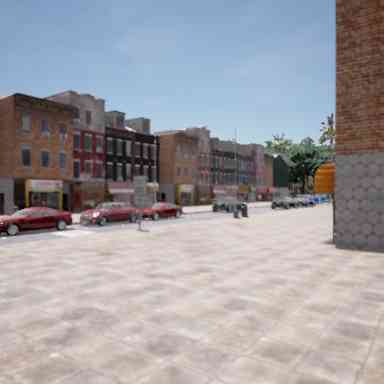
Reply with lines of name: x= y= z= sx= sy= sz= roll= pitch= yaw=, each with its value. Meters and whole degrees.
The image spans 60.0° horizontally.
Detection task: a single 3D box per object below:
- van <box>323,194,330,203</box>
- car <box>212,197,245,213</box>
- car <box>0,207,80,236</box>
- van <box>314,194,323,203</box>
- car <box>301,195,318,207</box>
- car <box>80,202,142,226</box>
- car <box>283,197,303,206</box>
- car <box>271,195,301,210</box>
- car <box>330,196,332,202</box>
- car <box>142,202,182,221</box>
van: x=26.084 y=1.341 z=67.580 sx=1.690 sy=1.788 sz=3.998 roll=0 pitch=0 yaw=36
car: x=4.173 y=1.345 z=37.281 sx=2.097 sy=1.767 sz=4.553 roll=0 pitch=0 yaw=36
car: x=-8.987 y=1.564 z=18.769 sx=1.887 sy=1.381 sz=4.507 roll=0 pitch=0 yaw=36
van: x=22.895 y=1.337 z=63.143 sx=1.690 sy=1.788 sz=3.998 roll=0 pitch=0 yaw=36
car: x=17.222 y=1.589 z=50.728 sx=1.895 sy=1.301 sz=4.718 roll=0 pitch=0 yaw=36
car: x=-5.801 y=1.453 z=23.207 sx=1.967 sy=1.590 sz=4.097 roll=0 pitch=0 yaw=36
car: x=16.518 y=1.571 z=54.268 sx=1.802 sy=1.307 sz=4.206 roll=0 pitch=0 yaw=36
car: x=12.104 y=1.340 z=43.507 sx=2.097 sy=1.767 sz=4.553 roll=0 pitch=0 yaw=36
car: x=32.461 y=1.559 z=76.455 sx=2.008 sy=1.369 sz=4.403 roll=0 pitch=0 yaw=36
car: x=-2.612 y=1.552 z=27.645 sx=1.887 sy=1.381 sz=4.507 roll=0 pitch=0 yaw=36
